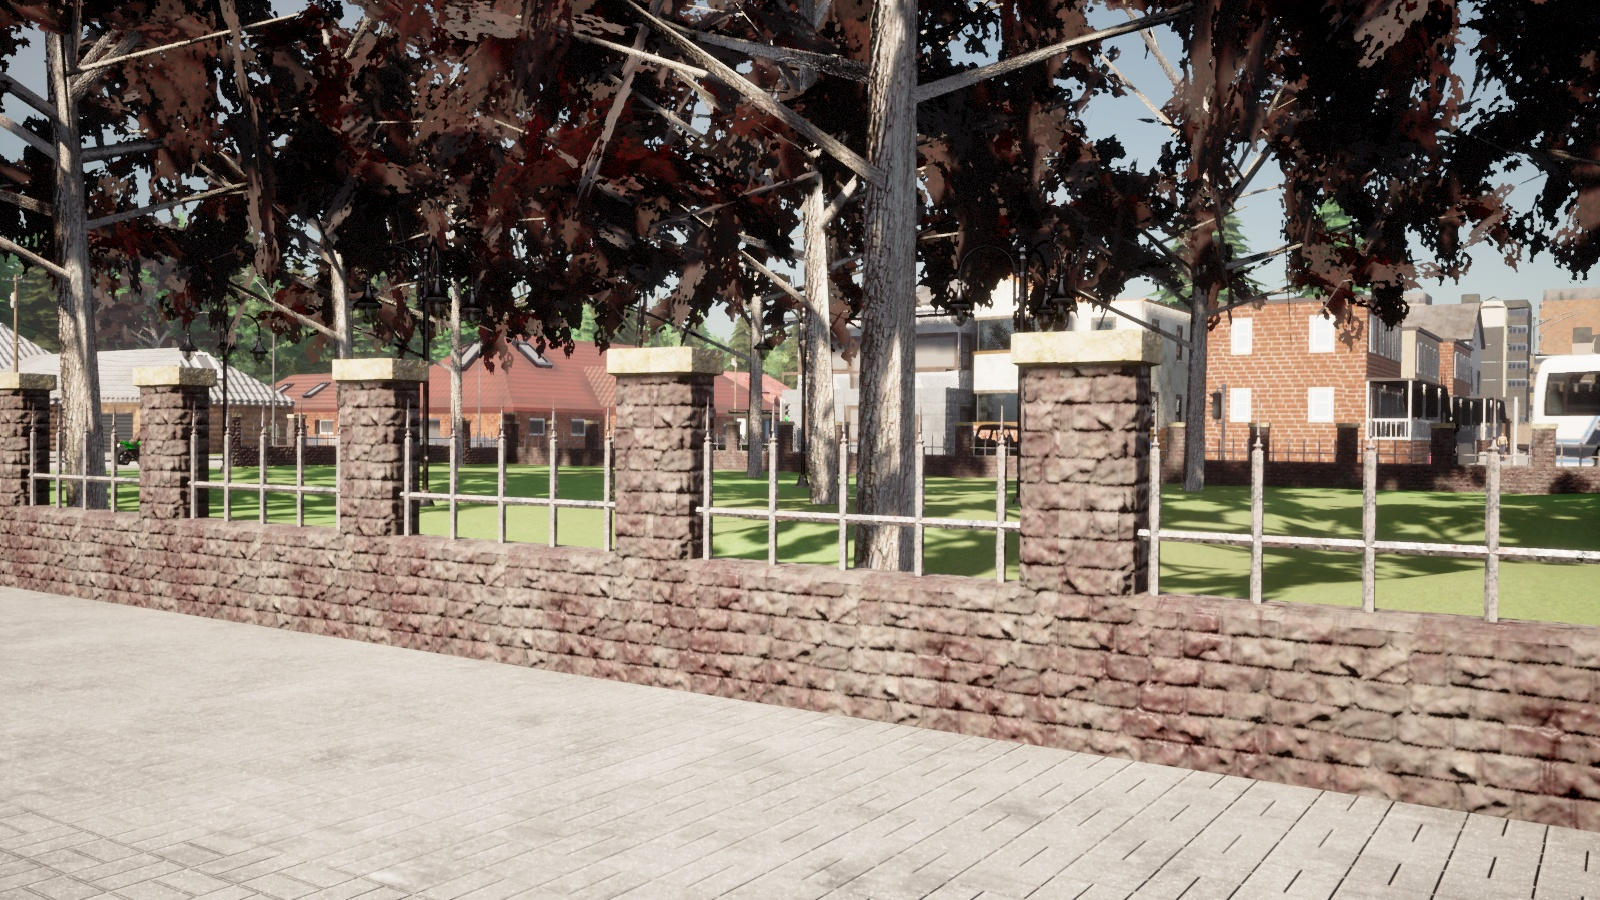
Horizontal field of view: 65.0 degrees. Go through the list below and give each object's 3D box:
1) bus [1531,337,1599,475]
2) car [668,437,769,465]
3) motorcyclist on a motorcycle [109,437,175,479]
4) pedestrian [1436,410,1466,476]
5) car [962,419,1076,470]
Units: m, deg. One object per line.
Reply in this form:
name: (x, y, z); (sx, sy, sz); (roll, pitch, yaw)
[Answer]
bus: (27.569, -1.398, 36.852); (3.944, 4.253, 10.273); (-2, 1, -22)
car: (-4.013, 0.032, 61.261); (4.718, 1.301, 1.895); (0, 1, 34)
motorcyclist on a motorcycle: (-24.805, 0.291, 47.363); (0.797, 1.523, 2.044); (0, 1, 32)
pedestrian: (18.260, -0.205, 35.233); (0.703, 1.840, 0.431); (0, 1, 33)
car: (8.383, -0.206, 48.138); (3.866, 1.878, 1.905); (0, 1, 32)
